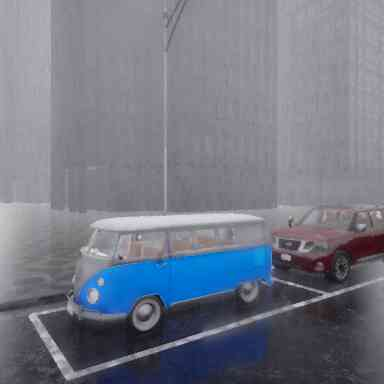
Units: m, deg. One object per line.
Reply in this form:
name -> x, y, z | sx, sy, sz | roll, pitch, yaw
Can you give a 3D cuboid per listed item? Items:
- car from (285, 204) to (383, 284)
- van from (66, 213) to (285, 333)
car -> 4.400, 1.314, 9.786 | 5.009, 1.841, 2.192 | 0, 0, -36
van -> -0.222, 1.340, 6.489 | 3.998, 1.788, 1.690 | 0, 0, -35
